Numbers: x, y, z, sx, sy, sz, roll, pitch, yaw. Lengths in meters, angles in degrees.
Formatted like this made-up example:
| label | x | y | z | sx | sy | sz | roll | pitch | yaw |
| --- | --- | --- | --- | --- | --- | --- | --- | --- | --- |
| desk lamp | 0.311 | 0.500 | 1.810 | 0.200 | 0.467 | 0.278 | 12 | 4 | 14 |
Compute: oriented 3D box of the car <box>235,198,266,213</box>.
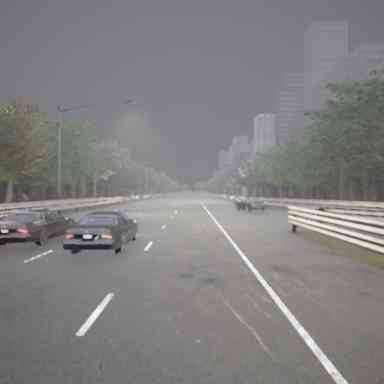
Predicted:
| label | x | y | z | sx | sy | sz | roll | pitch | yaw |
| --- | --- | --- | --- | --- | --- | --- | --- | --- | --- |
| car | 6.161 | 1.401 | 35.846 | 2.128 | 1.511 | 4.902 | 0 | 0 | -15 |

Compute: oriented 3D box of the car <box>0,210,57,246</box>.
| label | x | y | z | sx | sy | sz | roll | pitch | yaw |
| --- | --- | --- | --- | --- | --- | --- | --- | --- | --- |
| car | -6.898 | 1.485 | 14.799 | 2.033 | 1.411 | 5.357 | 0 | 0 | 0 |

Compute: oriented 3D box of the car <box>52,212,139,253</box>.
| label | x | y | z | sx | sy | sz | roll | pitch | yaw |
| --- | --- | --- | --- | --- | --- | --- | --- | --- | --- |
| car | -3.396 | 1.491 | 13.319 | 2.033 | 1.411 | 5.357 | 0 | 0 | 0 |
